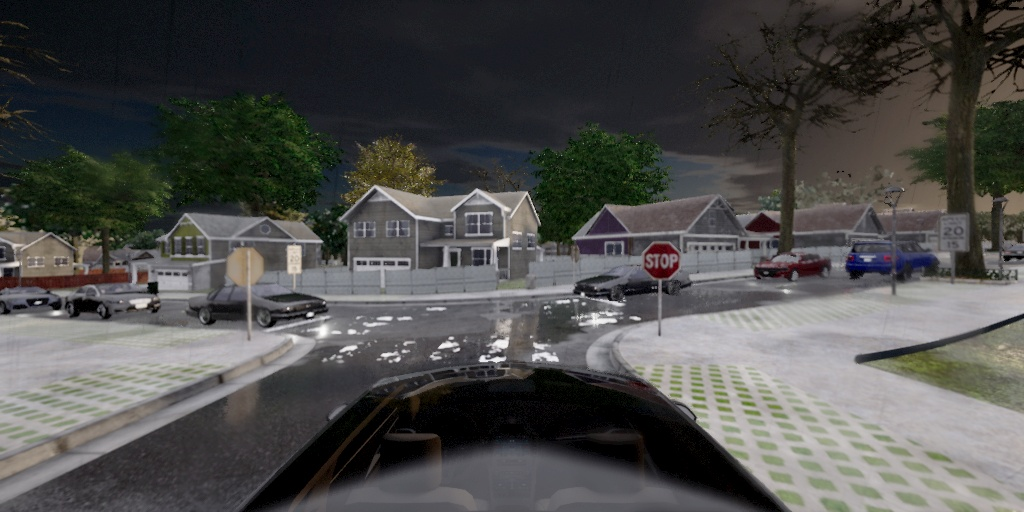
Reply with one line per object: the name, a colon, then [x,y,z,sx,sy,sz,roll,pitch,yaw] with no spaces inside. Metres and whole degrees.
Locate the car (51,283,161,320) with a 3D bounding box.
car: [-18.603,2.023,16.707,4.902,1.511,2.128,-2,0,22]

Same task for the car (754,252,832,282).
car: [15.965,0.541,20.396,5.008,1.535,1.882,-3,2,-25]

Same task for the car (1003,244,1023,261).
car: [43.063,-0.288,29.860,5.357,1.411,2.033,-2,1,-25]

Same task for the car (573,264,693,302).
car: [5.349,1.064,15.706,5.357,1.411,2.033,-3,2,-22]

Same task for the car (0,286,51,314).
car: [-27.912,2.456,20.467,4.181,1.385,1.994,-2,0,22]

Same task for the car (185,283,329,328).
car: [-9.402,1.711,13.141,5.357,1.411,2.033,-2,0,20]

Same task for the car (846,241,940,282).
car: [20.415,0.195,19.244,5.566,2.045,2.150,-2,2,-25]
